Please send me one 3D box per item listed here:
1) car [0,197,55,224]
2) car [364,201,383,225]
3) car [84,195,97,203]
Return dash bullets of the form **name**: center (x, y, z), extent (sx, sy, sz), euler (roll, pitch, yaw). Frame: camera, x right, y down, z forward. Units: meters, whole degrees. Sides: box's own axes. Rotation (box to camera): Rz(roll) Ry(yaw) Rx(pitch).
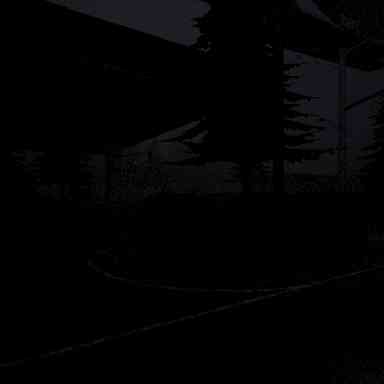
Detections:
- **car**: center (-11.894, 1.313, 23.518), extent (3.866, 1.878, 1.905), euler (0, 0, -36)
- **car**: center (11.450, 1.317, 21.334), extent (2.128, 1.511, 4.902), euler (0, 1, -36)
- **car**: center (-21.028, 1.422, 68.886), extent (2.128, 1.511, 4.902), euler (0, -3, -8)
